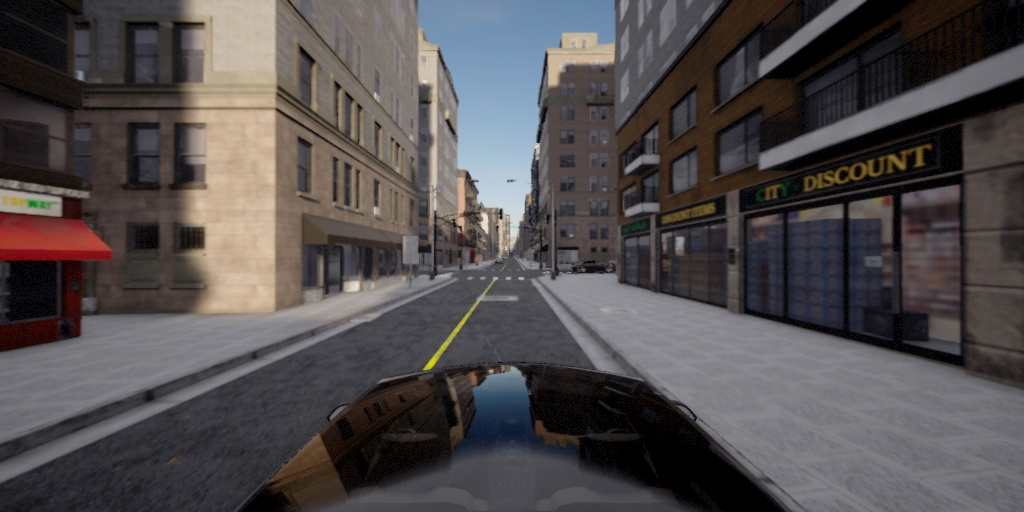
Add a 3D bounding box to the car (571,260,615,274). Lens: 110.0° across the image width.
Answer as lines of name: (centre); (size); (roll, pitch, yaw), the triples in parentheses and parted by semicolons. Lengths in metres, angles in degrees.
car: (8.900, 1.169, 38.904); (4.892, 1.490, 1.837); (-1, 0, 0)
